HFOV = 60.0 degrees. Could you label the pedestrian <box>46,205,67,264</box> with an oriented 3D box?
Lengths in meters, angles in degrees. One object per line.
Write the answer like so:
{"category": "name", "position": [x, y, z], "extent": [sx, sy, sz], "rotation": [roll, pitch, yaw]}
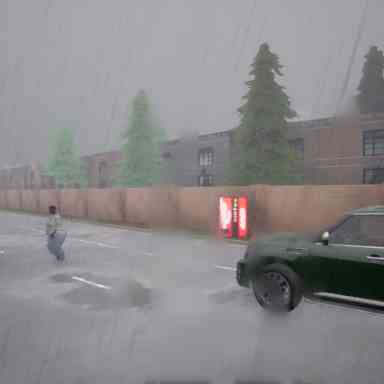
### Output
{"category": "pedestrian", "position": [-4.254, 1.294, 10.367], "extent": [0.375, 1.860, 0.375], "rotation": [0, 0, 42]}

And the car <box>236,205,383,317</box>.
{"category": "car", "position": [3.530, 1.221, 5.841], "extent": [5.566, 2.045, 2.150], "rotation": [0, 0, 38]}

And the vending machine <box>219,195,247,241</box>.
{"category": "vending machine", "position": [1.982, 1.195, 16.014], "extent": [0.880, 2.100, 1.100], "rotation": [0, 0, 42]}
